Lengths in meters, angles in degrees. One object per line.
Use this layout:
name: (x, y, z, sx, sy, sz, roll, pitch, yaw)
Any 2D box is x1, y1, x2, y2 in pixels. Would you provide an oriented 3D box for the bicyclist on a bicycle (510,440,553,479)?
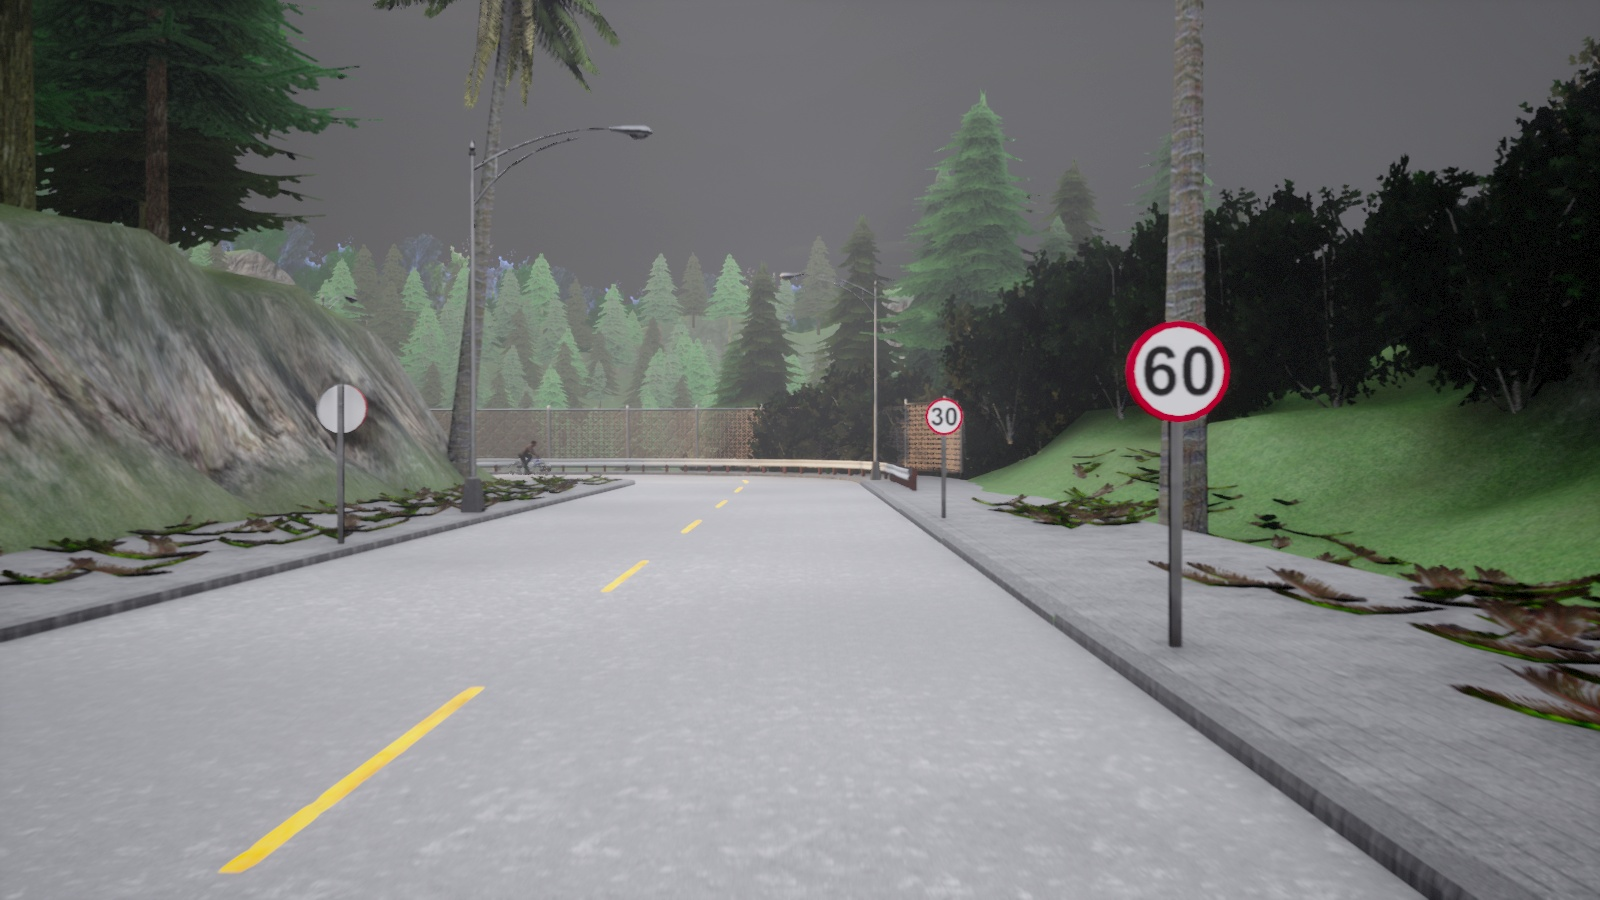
bicyclist on a bicycle: (-11.376, 0.390, 53.232, 1.656, 1.620, 0.582, 0, 1, 4)
